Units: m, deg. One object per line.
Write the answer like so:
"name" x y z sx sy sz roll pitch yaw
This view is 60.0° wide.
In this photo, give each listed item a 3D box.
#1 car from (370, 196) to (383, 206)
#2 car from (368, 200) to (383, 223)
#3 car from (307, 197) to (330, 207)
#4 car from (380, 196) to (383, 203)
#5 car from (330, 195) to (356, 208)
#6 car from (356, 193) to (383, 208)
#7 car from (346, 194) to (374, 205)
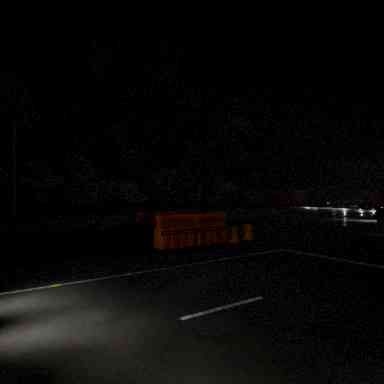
"car" 29.708 1.335 51.018 5.357 1.411 2.033 0 0 -35
"car" 15.009 1.480 23.067 1.994 1.385 4.181 0 0 -43
"car" 18.745 1.383 47.504 5.357 1.411 2.033 0 0 -36
"car" 35.790 1.344 59.569 4.718 1.301 1.895 0 0 -36
"car" 21.059 1.360 44.846 4.674 1.442 1.812 0 0 -36
"car" 23.290 1.185 42.146 4.553 1.767 2.097 0 0 -35
"car" 26.944 1.143 53.341 4.553 1.767 2.097 0 0 -35
